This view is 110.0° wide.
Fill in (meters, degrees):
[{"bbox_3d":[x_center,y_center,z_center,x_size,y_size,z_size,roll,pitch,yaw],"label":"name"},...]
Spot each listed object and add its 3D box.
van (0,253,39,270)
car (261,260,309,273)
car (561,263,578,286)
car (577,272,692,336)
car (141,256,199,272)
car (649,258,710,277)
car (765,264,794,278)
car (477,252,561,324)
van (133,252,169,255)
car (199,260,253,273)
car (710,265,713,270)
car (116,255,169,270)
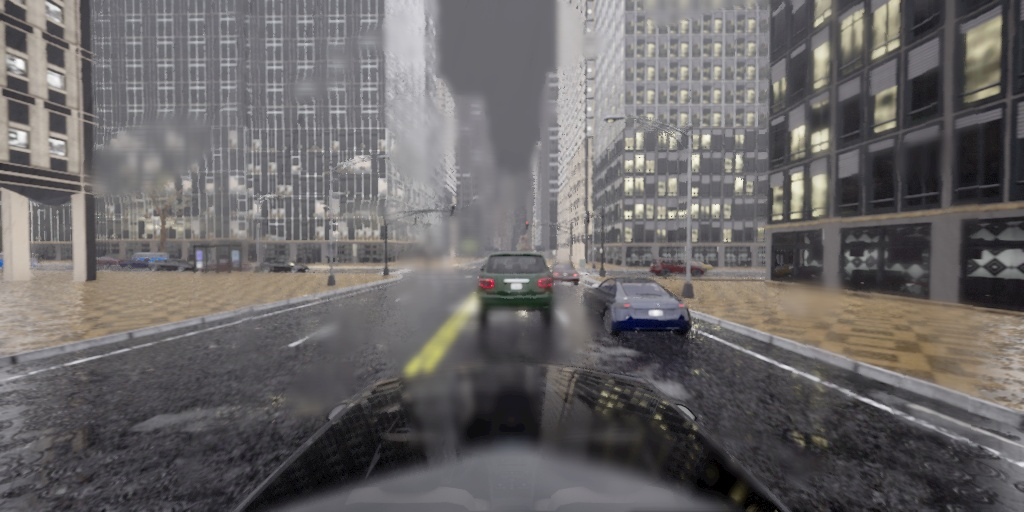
[{"bbox_3d":[-51.146,0.572,36.645,3.998,1.789,1.690,0,0,1],"label":"van"},{"bbox_3d":[-22.737,1.059,35.946,4.313,1.339,1.948,0,0,1],"label":"car"},{"bbox_3d":[3.348,1.209,24.603,2.033,1.411,5.357,0,0,0],"label":"car"},{"bbox_3d":[3.347,1.283,10.348,1.994,1.385,4.181,0,0,0],"label":"car"},{"bbox_3d":[-34.102,0.954,36.250,4.313,1.339,1.948,0,0,1],"label":"car"},{"bbox_3d":[16.188,1.153,35.426,5.009,1.841,2.192,0,0,1],"label":"car"},{"bbox_3d":[27.636,1.463,35.232,4.829,1.417,1.751,0,0,1],"label":"car"},{"bbox_3d":[0.103,0.925,11.905,2.150,2.045,5.566,0,-1,0],"label":"car"},{"bbox_3d":[-45.295,0.462,44.908,3.998,1.789,1.690,0,0,1],"label":"van"},{"bbox_3d":[-28.421,1.023,36.078,4.207,1.307,1.802,0,0,1],"label":"car"},{"bbox_3d":[21.797,1.250,43.712,4.829,1.417,1.751,0,0,1],"label":"car"},{"bbox_3d":[-39.420,0.889,39.003,4.718,1.301,1.895,1,1,1],"label":"car"}]
